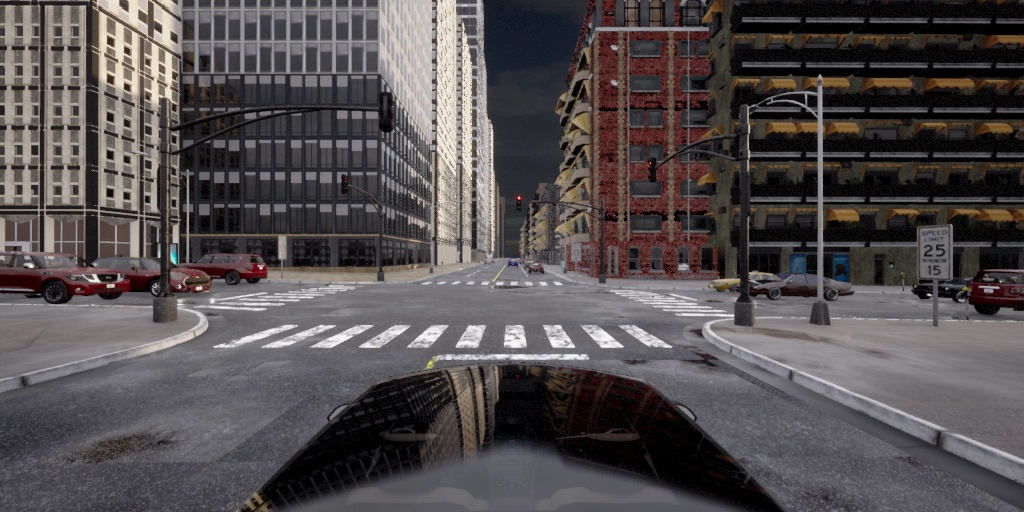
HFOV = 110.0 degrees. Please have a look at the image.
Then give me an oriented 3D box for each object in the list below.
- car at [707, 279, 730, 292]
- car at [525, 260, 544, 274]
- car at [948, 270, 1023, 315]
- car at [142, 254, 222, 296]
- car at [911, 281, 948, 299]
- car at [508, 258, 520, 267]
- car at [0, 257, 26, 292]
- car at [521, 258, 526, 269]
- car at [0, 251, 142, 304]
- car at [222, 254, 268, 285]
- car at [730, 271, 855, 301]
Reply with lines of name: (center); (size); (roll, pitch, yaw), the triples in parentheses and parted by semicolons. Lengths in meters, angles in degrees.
car: (14.656, 1.587, 22.022); (4.829, 1.417, 1.751); (0, 0, 0)
car: (2.791, 1.341, 41.734); (1.802, 1.307, 4.207); (0, 0, 0)
car: (20.614, 1.461, 13.718); (5.009, 1.841, 2.192); (0, 0, 0)
car: (-16.271, 0.825, 16.035); (4.553, 1.767, 2.097); (1, 0, -2)
car: (24.886, 1.839, 19.507); (4.718, 1.301, 1.895); (1, 0, -1)
car: (0.180, 1.251, 65.086); (1.882, 1.535, 5.008); (0, 0, 0)
car: (-25.385, 0.781, 15.930); (5.008, 1.535, 1.882); (1, 0, 0)
car: (2.757, 1.317, 54.651); (2.007, 1.370, 4.403); (0, 0, 0)
car: (-17.560, 0.757, 13.401); (5.009, 1.841, 2.192); (0, 0, 0)
car: (-17.684, 0.776, 21.780); (5.009, 1.841, 2.192); (0, 0, 0)
car: (15.256, 1.610, 19.435); (5.357, 1.411, 2.033); (1, 0, 0)
